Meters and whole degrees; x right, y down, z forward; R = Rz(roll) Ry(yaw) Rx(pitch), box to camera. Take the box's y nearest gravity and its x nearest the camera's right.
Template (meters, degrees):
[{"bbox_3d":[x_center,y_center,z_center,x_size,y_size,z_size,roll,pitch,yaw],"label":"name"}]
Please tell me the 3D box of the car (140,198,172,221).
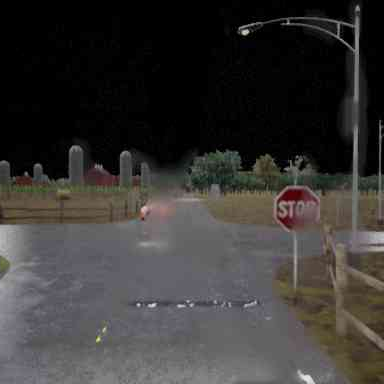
[{"bbox_3d":[-2.761,1.275,26.334,2.097,1.767,4.553,0,0,0],"label":"car"}]
